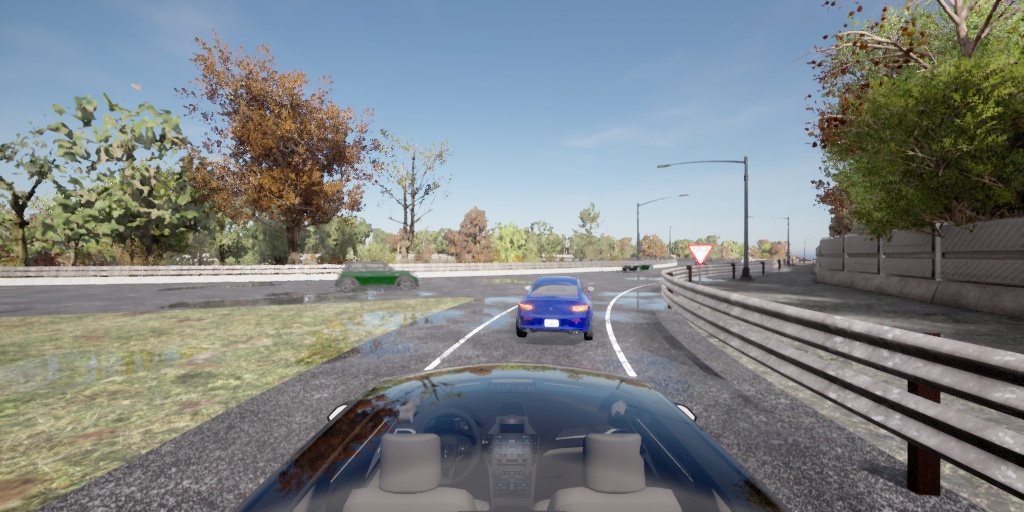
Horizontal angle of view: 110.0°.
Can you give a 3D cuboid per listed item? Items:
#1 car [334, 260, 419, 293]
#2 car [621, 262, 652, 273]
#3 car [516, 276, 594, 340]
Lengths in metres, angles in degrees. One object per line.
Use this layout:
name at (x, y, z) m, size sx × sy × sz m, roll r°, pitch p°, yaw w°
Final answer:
car at (-7.818, 1.097, 20.932) m, size 4.553 × 1.767 × 2.097 m, roll 0°, pitch 0°, yaw -24°
car at (15.524, 1.345, 44.408) m, size 4.718 × 1.301 × 1.895 m, roll 0°, pitch 0°, yaw -42°
car at (1.276, 1.275, 9.937) m, size 1.812 × 1.442 × 4.674 m, roll 0°, pitch 0°, yaw 11°
